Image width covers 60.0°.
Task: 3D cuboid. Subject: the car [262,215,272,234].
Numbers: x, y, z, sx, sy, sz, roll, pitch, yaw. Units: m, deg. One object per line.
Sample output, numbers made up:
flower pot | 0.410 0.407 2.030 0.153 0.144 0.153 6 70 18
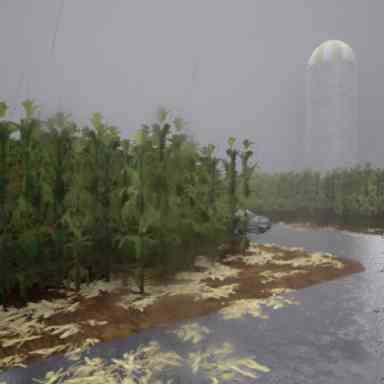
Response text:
car | 2.152 1.418 17.983 1.837 1.490 4.892 1 0 -34
